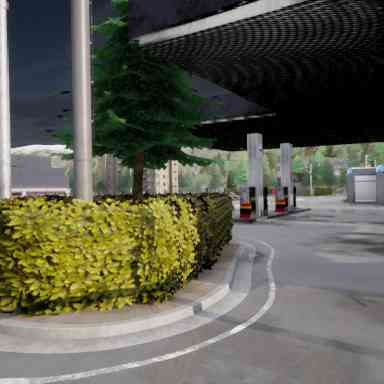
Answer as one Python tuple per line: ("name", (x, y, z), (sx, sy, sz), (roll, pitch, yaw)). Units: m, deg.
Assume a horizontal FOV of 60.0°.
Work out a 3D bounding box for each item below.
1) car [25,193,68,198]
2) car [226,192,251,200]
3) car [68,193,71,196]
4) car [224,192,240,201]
("car", (-14.746, 1.183, 33.582), (3.866, 1.878, 1.905), (-1, 1, 35))
("car", (9.246, 0.812, 66.485), (4.514, 1.523, 2.007), (-1, 1, 35))
("car", (-24.204, 1.124, 63.874), (3.866, 1.878, 1.905), (-1, 1, 35))
("car", (7.473, 0.850, 63.898), (5.027, 1.636, 2.152), (-1, 1, 35))
